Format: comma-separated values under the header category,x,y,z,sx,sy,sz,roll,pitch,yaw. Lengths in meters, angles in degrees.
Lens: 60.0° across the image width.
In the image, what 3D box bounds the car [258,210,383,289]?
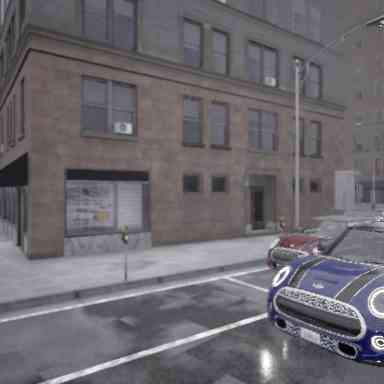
category,x,y,z,sx,sy,sz,roll,pitch,yaw
car,4.090,1.440,9.688,4.097,1.590,1.967,0,0,-36

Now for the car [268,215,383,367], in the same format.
category,x,y,z,sx,sy,sz,roll,pitch,yaw
car,3.432,1.351,5.812,4.553,1.767,2.097,0,0,-35
